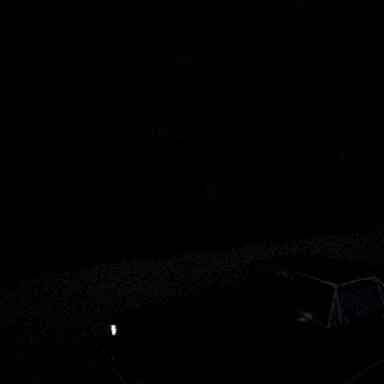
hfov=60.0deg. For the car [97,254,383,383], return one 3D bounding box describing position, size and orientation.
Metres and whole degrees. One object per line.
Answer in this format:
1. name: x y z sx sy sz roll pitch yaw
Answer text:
1. car: 1.304 1.601 4.313 4.718 1.301 1.895 0 0 -36
